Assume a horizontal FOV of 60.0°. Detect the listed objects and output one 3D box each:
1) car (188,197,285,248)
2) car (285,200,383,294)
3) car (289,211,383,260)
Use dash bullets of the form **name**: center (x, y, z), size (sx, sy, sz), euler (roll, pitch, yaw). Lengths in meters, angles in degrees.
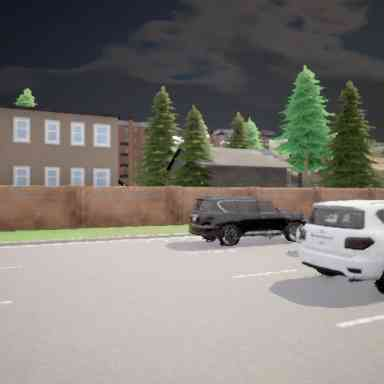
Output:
- **car**: center (2.557, 1.240, 15.015), size (5.566, 2.045, 2.150), euler (0, 0, -23)
- **car**: center (5.423, 1.239, 8.627), size (5.566, 2.045, 2.150), euler (0, 0, -23)
- **car**: center (6.193, 1.549, 12.744), size (4.674, 1.442, 1.812), euler (0, 0, -23)
